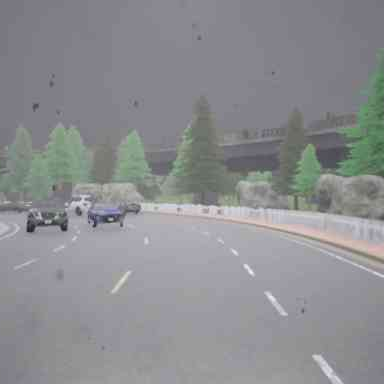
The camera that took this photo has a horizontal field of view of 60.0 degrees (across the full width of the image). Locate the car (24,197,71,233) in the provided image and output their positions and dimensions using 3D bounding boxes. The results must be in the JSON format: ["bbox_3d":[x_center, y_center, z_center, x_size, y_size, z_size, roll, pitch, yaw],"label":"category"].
[{"bbox_3d":[-9.102,1.325,21.042,2.150,2.045,5.566,0,0,-24],"label":"car"}]

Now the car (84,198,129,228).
[{"bbox_3d":[-5.907,1.399,22.471,1.882,1.535,5.008,0,0,-24],"label":"car"}]

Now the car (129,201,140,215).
[{"bbox_3d":[-7.561,1.676,36.082,2.128,1.511,4.902,0,0,-45],"label":"car"}]

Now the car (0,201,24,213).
[{"bbox_3d":[-21.486,1.773,40.678,4.181,1.385,1.994,0,0,20],"label":"car"}]

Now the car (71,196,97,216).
[{"bbox_3d":[-12.142,1.405,35.697,5.566,2.045,2.150,0,0,39],"label":"car"}]

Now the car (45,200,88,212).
[{"bbox_3d":[-15.925,1.764,42.248,5.357,1.411,2.033,0,0,27],"label":"car"}]
